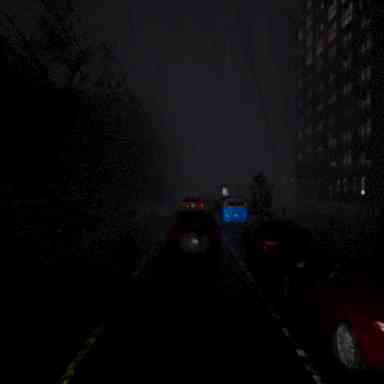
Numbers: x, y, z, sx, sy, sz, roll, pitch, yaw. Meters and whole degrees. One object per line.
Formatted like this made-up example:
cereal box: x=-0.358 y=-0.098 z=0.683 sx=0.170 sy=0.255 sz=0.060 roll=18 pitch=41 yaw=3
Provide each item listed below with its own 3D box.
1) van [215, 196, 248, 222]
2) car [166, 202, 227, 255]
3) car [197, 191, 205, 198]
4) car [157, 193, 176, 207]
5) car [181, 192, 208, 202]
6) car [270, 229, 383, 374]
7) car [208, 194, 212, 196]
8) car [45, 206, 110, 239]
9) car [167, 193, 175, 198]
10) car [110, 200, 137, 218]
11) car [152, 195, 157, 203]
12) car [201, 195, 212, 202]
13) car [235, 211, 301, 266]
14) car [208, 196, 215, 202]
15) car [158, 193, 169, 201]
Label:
van: x=2.684 y=1.177 z=22.144 sx=1.690 sy=1.788 sz=3.998 roll=0 pitch=0 yaw=0
car: x=0.077 y=1.380 z=12.830 sx=1.882 sy=1.535 sz=5.008 roll=0 pitch=1 yaw=0
car: x=2.661 y=0.708 z=95.361 sx=2.192 sy=1.841 sz=5.009 roll=0 pitch=0 yaw=0
car: x=-3.107 y=1.229 z=44.911 sx=2.033 sy=1.411 sz=5.357 roll=0 pitch=0 yaw=0
car: x=0.076 y=1.133 z=30.063 sx=2.097 sy=1.767 sz=4.553 roll=0 pitch=0 yaw=0
car: x=2.689 y=1.541 z=5.248 sx=1.802 sy=1.307 sz=4.206 roll=0 pitch=0 yaw=0
car: x=2.677 y=1.265 z=44.673 sx=1.802 sy=1.307 sz=4.206 roll=0 pitch=0 yaw=0
car: x=-5.694 y=1.421 z=16.509 sx=1.887 sy=1.381 sz=4.507 roll=0 pitch=0 yaw=0
car: x=-5.718 y=1.005 z=89.728 sx=1.802 sy=1.307 sz=4.206 roll=0 pitch=0 yaw=0
car: x=-5.698 y=1.324 z=27.604 sx=1.752 sy=1.417 sz=4.829 roll=0 pitch=0 yaw=0
car: x=-5.707 y=1.175 z=55.935 sx=1.947 sy=1.339 sz=4.313 roll=0 pitch=0 yaw=0
car: x=2.671 y=1.156 z=61.569 sx=1.802 sy=1.307 sz=4.206 roll=0 pitch=0 yaw=0
car: x=2.688 y=1.499 z=10.880 sx=1.802 sy=1.307 sz=4.206 roll=0 pitch=0 yaw=0
car: x=2.680 y=1.341 z=33.408 sx=1.802 sy=1.307 sz=4.206 roll=0 pitch=0 yaw=0
car: x=-5.711 y=0.983 z=67.197 sx=1.967 sy=1.590 sz=4.097 roll=0 pitch=0 yaw=0
